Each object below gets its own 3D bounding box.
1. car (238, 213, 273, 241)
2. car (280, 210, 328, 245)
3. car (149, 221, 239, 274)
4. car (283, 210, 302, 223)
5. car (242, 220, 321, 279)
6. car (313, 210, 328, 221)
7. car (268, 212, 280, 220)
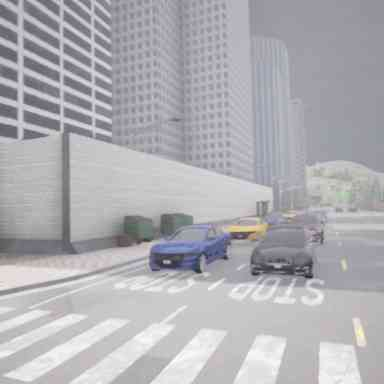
[{"bbox_3d":[3.789,2.415,21.814,1.882,1.535,5.008,-3,-3,22],"label":"car"},{"bbox_3d":[6.920,2.136,20.251,2.097,1.767,4.553,-3,-3,23],"label":"car"},{"bbox_3d":[0.143,2.083,13.087,1.882,1.535,5.008,-3,-3,23],"label":"car"},{"bbox_3d":[13.775,3.316,45.549,1.882,1.535,5.008,-3,-3,23],"label":"car"},{"bbox_3d":[3.377,1.966,11.757,1.837,1.490,4.892,-3,-3,23],"label":"car"},{"bbox_3d":[18.596,3.361,47.906,1.837,1.490,4.892,-3,-3,23],"label":"car"},{"bbox_3d":[7.727,2.649,31.235,2.097,1.767,4.553,-3,-3,23],"label":"car"}]
